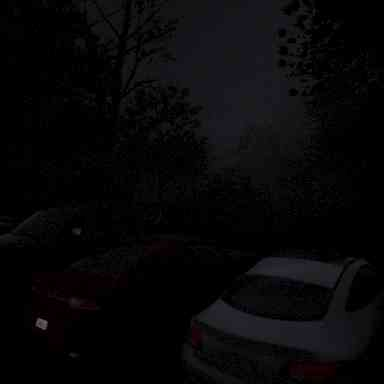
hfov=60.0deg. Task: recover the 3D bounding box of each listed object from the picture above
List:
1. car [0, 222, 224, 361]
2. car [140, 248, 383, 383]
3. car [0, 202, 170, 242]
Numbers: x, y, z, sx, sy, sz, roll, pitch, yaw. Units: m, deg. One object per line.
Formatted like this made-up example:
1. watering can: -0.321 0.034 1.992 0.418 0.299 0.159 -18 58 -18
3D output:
1. car: -0.421 1.515 6.183 2.097 1.535 5.008 0 0 37
2. car: 1.711 1.538 4.591 2.002 1.452 4.674 0 0 37
3. car: -2.666 1.283 7.836 2.435 2.045 5.566 -1 0 37
